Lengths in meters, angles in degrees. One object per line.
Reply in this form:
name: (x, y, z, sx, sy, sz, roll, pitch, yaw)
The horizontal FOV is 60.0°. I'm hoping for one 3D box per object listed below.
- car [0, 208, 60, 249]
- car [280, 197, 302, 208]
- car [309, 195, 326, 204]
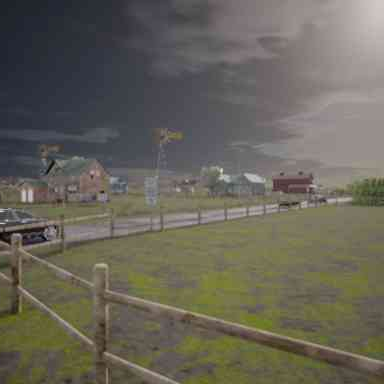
car: (-7.478, 1.431, 13.429, 1.837, 1.490, 4.892, -4, -1, 18)
car: (13.056, 1.366, 44.041, 1.895, 1.301, 4.718, 0, 0, 34)
car: (21.168, 1.182, 55.919, 2.128, 1.511, 4.902, 0, 0, 34)
